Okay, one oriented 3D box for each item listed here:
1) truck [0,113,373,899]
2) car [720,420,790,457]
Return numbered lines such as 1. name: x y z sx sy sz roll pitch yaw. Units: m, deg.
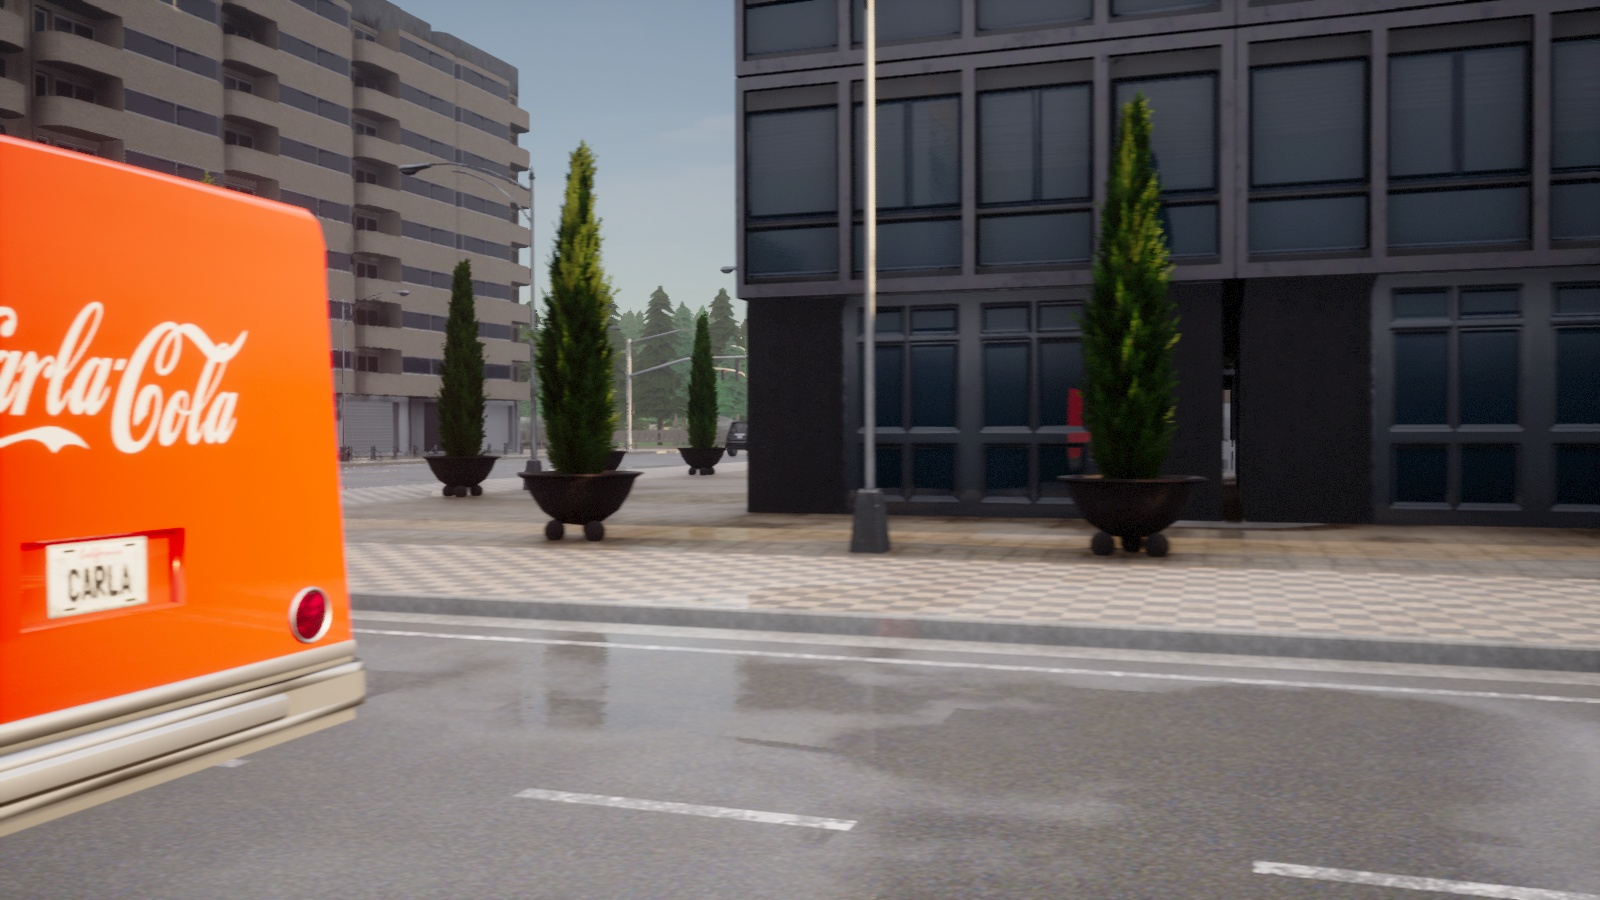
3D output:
1. truck: -4.643 0.246 4.749 5.204 2.467 2.627 1 1 19
2. car: -2.536 -0.683 72.631 2.150 2.045 5.566 1 1 19
